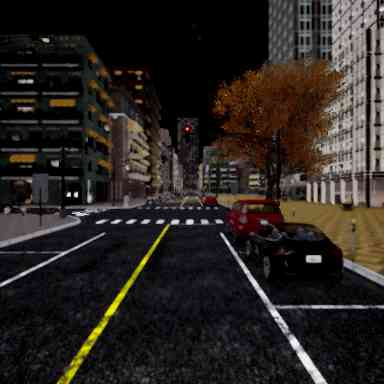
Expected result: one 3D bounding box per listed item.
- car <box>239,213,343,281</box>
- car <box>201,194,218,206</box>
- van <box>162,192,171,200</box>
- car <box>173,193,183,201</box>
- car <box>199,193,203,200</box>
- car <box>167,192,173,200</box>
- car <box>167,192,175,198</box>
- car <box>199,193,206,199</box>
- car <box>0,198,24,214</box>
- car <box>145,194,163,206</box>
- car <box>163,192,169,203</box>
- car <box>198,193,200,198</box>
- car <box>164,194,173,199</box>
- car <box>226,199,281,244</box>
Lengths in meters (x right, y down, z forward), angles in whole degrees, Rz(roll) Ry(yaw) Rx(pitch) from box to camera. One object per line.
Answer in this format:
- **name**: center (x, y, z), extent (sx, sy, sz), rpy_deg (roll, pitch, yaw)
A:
- **car**: center (2.693, 1.500, 9.439), extent (1.947, 1.339, 4.313), rpy_deg (0, 0, 0)
- **car**: center (2.694, 1.232, 47.349), extent (1.887, 1.381, 4.507), rpy_deg (0, 0, 0)
- **van**: center (-5.686, 0.869, 75.012), extent (1.690, 1.788, 3.998), rpy_deg (0, 0, 0)
- **car**: center (-2.996, 0.909, 70.357), extent (2.097, 1.767, 4.553), rpy_deg (0, 0, 0)
- **car**: center (2.694, 1.146, 58.585), extent (1.752, 1.417, 4.829), rpy_deg (0, 0, 0)
- **car**: center (-5.686, 0.999, 69.480), extent (1.967, 1.590, 4.097), rpy_deg (0, 0, 0)
- **car**: center (-5.685, 0.878, 91.611), extent (1.967, 1.590, 4.097), rpy_deg (0, 0, 0)
- **car**: center (2.695, 0.992, 86.248), extent (1.752, 1.417, 4.829), rpy_deg (0, 0, 0)
- **car**: center (-16.424, 1.149, 27.943), extent (4.403, 1.369, 2.008), rpy_deg (1, 0, -1)
- **car**: center (-5.686, 1.237, 47.350), extent (2.008, 1.369, 4.403), rpy_deg (0, 0, 0)
- **car**: center (-5.686, 1.172, 58.416), extent (2.008, 1.369, 4.403), rpy_deg (0, 0, 0)
- **car**: center (2.695, 1.110, 75.012), extent (1.802, 1.307, 4.206), rpy_deg (0, 0, 0)
- **car**: center (-5.685, 1.080, 80.545), extent (1.802, 1.307, 4.206), rpy_deg (0, 0, 0)
- **car**: center (2.693, 1.212, 14.961), extent (2.192, 1.841, 5.009), rpy_deg (0, 0, 0)
